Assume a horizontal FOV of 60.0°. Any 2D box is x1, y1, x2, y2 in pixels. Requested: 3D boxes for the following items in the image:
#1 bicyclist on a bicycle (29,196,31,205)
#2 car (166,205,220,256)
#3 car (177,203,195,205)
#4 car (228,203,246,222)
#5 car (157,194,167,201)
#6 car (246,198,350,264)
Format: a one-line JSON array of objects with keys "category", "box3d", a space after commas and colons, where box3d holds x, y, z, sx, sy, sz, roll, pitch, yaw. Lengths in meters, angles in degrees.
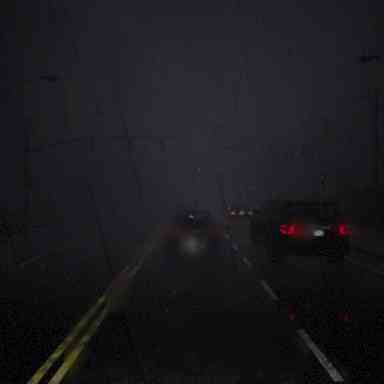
[{"category": "bicyclist on a bicycle", "box3d": [-25.283, 1.269, 51.440, 0.582, 1.620, 1.656, 0, 0, 0]}, {"category": "car", "box3d": [0.046, 1.483, 13.025, 2.128, 1.511, 4.902, 0, 0, 1]}, {"category": "car", "box3d": [-0.518, 1.583, 27.368, 1.895, 1.301, 4.718, 0, 0, -9]}, {"category": "car", "box3d": [3.822, 1.531, 25.839, 2.033, 1.411, 5.357, 0, 0, 7]}, {"category": "car", "box3d": [-6.977, 1.304, 78.480, 2.097, 1.767, 4.553, 0, 0, 0]}, {"category": "car", "box3d": [3.533, 1.215, 11.899, 2.150, 2.045, 5.566, 0, 0, 0]}]
